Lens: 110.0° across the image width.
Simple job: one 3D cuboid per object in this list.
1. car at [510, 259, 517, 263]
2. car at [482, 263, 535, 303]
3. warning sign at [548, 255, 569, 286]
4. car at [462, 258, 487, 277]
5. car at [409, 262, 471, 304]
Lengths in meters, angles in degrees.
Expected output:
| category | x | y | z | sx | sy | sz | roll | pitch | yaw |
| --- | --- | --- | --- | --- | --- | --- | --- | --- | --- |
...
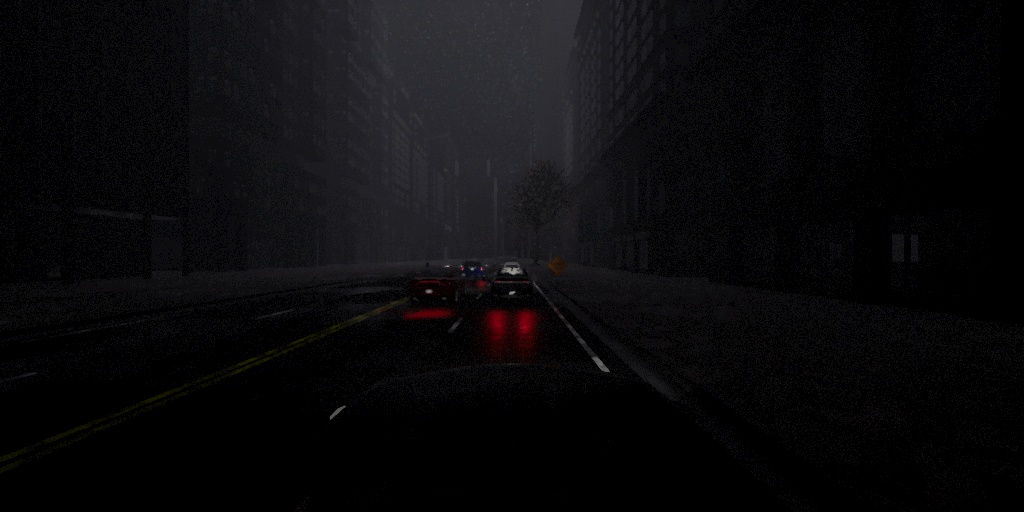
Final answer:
| category | x | y | z | sx | sy | sz | roll | pitch | yaw |
| --- | --- | --- | --- | --- | --- | --- | --- | --- | --- |
| car | 0.000 | 1.285 | 31.501 | 1.812 | 1.442 | 4.674 | 0 | 0 | 0 |
| car | 0.000 | 1.245 | 16.500 | 2.128 | 1.511 | 4.902 | 0 | 0 | 0 |
| warning sign | 2.850 | 0.865 | 22.204 | 1.300 | 1.860 | 1.060 | 0 | 0 | 0 |
| car | -3.250 | 1.119 | 31.471 | 2.097 | 1.767 | 4.553 | 0 | 0 | 0 |
| car | -3.250 | 1.235 | 16.501 | 1.882 | 1.535 | 5.008 | 0 | 0 | 0 |
